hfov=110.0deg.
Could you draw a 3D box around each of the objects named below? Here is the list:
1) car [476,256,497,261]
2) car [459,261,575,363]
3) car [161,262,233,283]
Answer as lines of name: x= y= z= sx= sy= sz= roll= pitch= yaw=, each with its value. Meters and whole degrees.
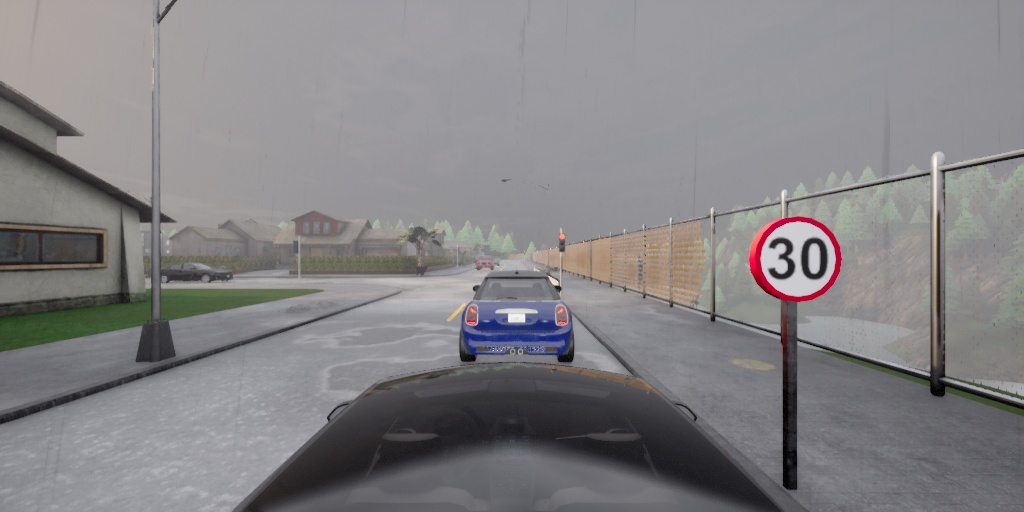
car: x=-3.654 y=0.963 z=49.739 sx=2.150 sy=2.045 sz=5.566 roll=0 pitch=0 yaw=1
car: x=0.117 y=1.101 z=8.357 sx=2.097 sy=1.767 sz=4.553 roll=0 pitch=0 yaw=1
car: x=-23.610 y=1.224 z=26.708 sx=5.008 sy=1.535 sz=1.882 roll=0 pitch=0 yaw=1
